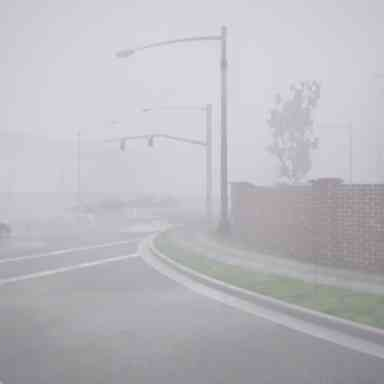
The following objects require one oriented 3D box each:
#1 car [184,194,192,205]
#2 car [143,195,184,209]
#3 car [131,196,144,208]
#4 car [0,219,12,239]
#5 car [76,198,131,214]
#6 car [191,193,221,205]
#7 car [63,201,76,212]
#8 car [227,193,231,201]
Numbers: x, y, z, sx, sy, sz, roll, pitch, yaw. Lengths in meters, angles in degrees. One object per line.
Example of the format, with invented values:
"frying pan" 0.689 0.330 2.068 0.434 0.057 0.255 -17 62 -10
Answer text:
"car" -0.650 1.083 51.255 1.882 1.535 5.008 0 1 37
"car" -3.457 1.276 41.725 1.812 1.442 4.674 0 1 37
"car" -6.369 1.259 43.670 1.837 1.490 4.892 0 1 37
"car" -10.190 1.495 14.421 1.812 1.442 4.674 -1 0 18
"car" -9.023 1.366 34.330 1.837 1.490 4.892 0 1 36
"car" 2.449 1.198 49.560 1.895 1.301 4.718 0 1 37
"car" -11.757 1.389 36.513 1.812 1.442 4.674 0 1 37
"car" 5.557 0.910 59.457 1.837 1.490 4.892 0 1 37
